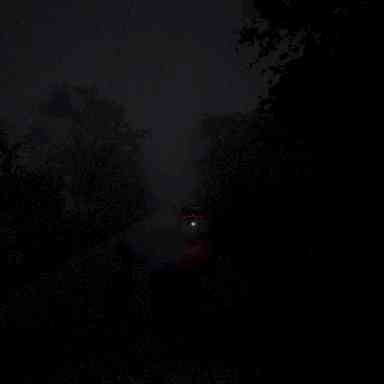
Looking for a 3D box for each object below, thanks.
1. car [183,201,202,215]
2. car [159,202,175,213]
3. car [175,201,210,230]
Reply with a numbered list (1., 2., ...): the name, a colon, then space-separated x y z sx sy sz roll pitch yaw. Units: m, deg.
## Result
1. car: -0.007 1.802 39.494 2.128 1.511 4.902 0 -1 0
2. car: -2.963 1.918 41.953 1.994 1.385 4.181 0 -1 0
3. car: 0.069 1.580 21.391 1.837 1.490 4.892 0 0 0
